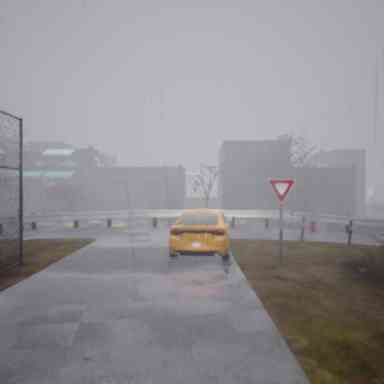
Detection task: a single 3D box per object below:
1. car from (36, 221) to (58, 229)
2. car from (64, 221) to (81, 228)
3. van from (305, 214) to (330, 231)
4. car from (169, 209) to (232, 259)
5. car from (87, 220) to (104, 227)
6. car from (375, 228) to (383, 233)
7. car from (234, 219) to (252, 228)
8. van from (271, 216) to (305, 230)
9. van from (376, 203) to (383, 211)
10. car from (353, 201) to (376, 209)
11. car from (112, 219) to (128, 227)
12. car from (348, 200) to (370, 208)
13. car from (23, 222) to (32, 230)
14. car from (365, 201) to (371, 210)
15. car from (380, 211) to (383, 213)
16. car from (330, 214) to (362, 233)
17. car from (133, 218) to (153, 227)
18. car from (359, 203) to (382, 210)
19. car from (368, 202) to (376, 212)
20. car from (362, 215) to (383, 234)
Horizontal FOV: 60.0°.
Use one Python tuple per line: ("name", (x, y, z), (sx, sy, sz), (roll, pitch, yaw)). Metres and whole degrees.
("car", (-18.034, 4.065, 42.011), (2.097, 1.535, 5.008), (0, 0, -18))
("car", (-15.134, 4.062, 42.100), (1.946, 1.575, 5.366), (0, 1, -18))
("van", (14.468, 3.851, 41.174), (1.878, 1.987, 4.442), (0, 1, -18))
("car", (0.423, 1.361, 12.125), (1.882, 1.535, 5.008), (0, 1, 7))
("car", (-12.107, 4.067, 41.841), (2.097, 1.535, 5.008), (0, 1, -18))
("car", (16.715, 4.185, 24.064), (2.435, 2.045, 5.566), (-1, 2, -18))
("car", (5.642, 4.077, 41.324), (2.231, 1.521, 4.892), (0, 1, -18))
("van", (11.510, 3.850, 41.261), (1.878, 1.987, 4.442), (0, 1, -18))
("van", (40.694, 3.276, 67.976), (4.442, 1.987, 1.878), (-1, 1, -17))
("car", (41.512, 3.124, 80.014), (4.553, 1.767, 2.185), (-1, 1, -17))
("car", (-9.219, 4.065, 41.926), (1.946, 1.575, 5.366), (0, 1, -18))
("car", (41.683, 3.063, 83.010), (4.553, 1.767, 2.185), (-1, 1, -17))
("car", (-20.998, 4.093, 42.125), (2.163, 1.488, 4.792), (0, 1, -18))
("car", (41.107, 3.249, 74.011), (4.553, 1.767, 2.185), (-1, 1, -17))
("car", (26.321, 3.828, 40.740), (2.435, 2.045, 5.566), (0, 1, -18))
("car", (17.480, 3.827, 40.954), (2.435, 2.045, 5.566), (0, 0, -18))
("car", (-6.180, 4.100, 41.645), (2.163, 1.488, 4.792), (0, 0, -18))
("car", (41.309, 3.352, 77.016), (4.674, 1.452, 2.002), (-1, 1, -17))
("car", (40.981, 3.437, 71.014), (5.008, 1.535, 2.097), (-1, 1, -17))
("car", (20.438, 3.827, 40.866), (2.435, 2.045, 5.566), (0, 0, -18))
